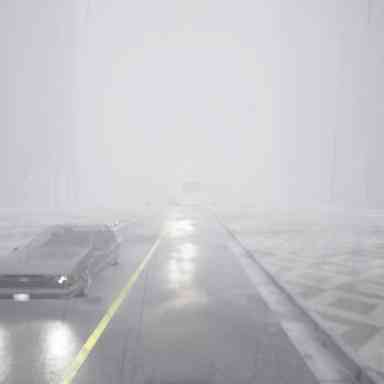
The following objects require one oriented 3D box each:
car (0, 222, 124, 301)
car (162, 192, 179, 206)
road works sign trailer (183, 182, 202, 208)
[{"bbox_3d":[-3.100,1.527,8.711,2.033,1.411,5.357,0,0,0],"label":"car"},{"bbox_3d":[-3.063,1.269,51.259,2.097,1.767,4.553,0,0,0],"label":"car"},{"bbox_3d":[0.000,0.388,45.532,2.380,3.560,2.880,0,0,0],"label":"road works sign trailer"}]
